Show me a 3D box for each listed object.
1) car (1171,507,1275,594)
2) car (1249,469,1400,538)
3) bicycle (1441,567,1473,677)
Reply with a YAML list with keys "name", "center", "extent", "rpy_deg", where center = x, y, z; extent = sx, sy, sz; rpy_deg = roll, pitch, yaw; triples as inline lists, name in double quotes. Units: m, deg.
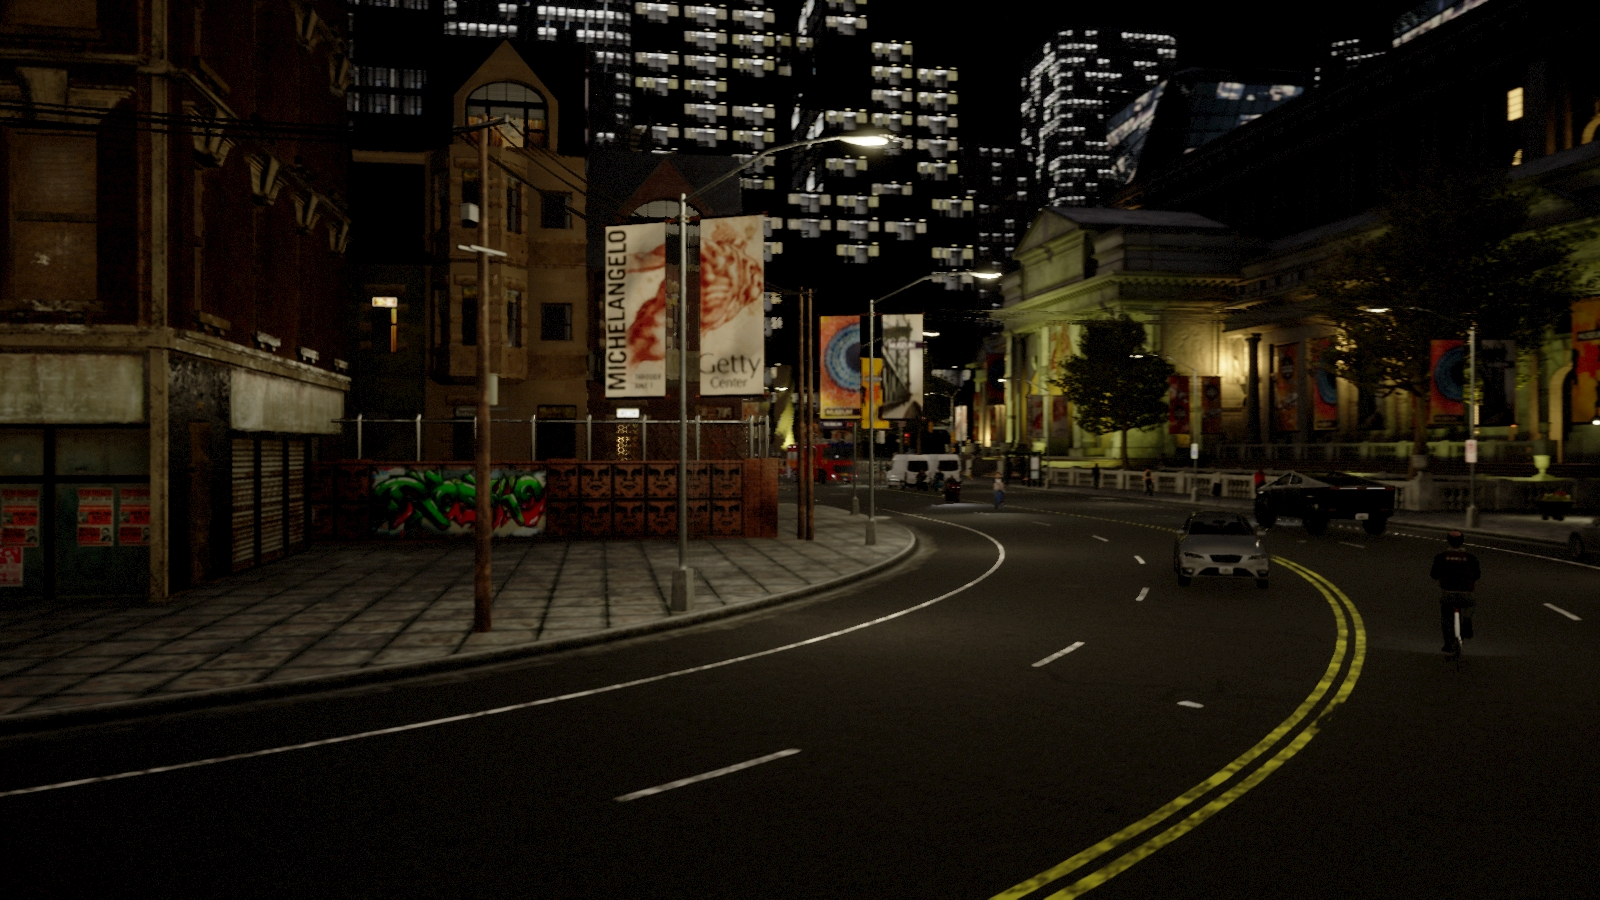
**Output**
- name: "car"
  center: [9.026, 2.081, 24.647]
  extent: [1.816, 1.474, 4.193]
  rpy_deg: [0, 0, 16]
- name: "car"
  center: [18.005, 1.776, 39.666]
  extent: [2.390, 2.098, 6.274]
  rpy_deg: [0, 0, 0]
- name: "bicycle"
  center: [8.603, 2.218, 14.981]
  extent: [0.329, 1.171, 1.835]
  rpy_deg: [0, 0, 29]
